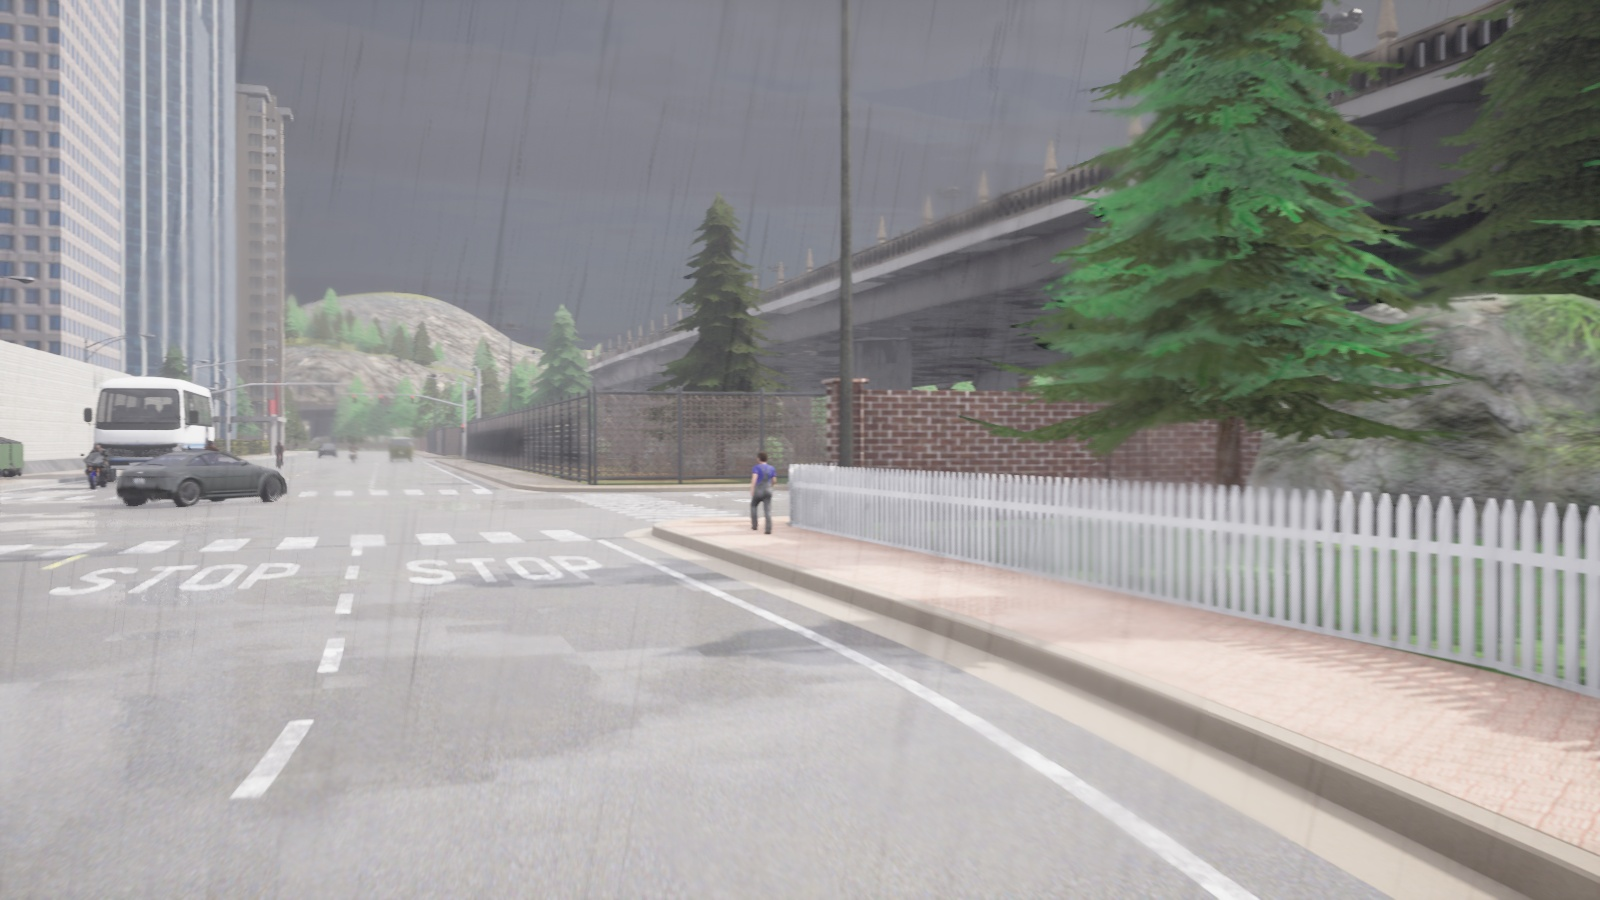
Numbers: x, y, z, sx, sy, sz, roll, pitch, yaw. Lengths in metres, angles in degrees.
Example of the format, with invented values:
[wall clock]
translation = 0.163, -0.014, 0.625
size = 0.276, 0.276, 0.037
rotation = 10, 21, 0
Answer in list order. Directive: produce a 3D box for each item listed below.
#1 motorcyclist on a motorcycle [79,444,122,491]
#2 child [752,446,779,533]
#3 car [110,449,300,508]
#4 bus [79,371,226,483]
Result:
[motorcyclist on a motorcycle]
translation = -23.495, 0.555, 42.212
size = 0.866, 1.530, 2.191
rotation = 0, 0, -18
[child]
translation = -0.509, 0.576, 18.458
size = 0.270, 1.263, 0.437
rotation = 0, 0, -19
[car]
translation = -15.079, 0.677, 32.100
size = 1.994, 1.385, 4.181
rotation = 0, 0, 20
[bus]
translation = -27.129, -0.917, 53.233
size = 3.944, 4.253, 10.273
rotation = 0, 0, -18
